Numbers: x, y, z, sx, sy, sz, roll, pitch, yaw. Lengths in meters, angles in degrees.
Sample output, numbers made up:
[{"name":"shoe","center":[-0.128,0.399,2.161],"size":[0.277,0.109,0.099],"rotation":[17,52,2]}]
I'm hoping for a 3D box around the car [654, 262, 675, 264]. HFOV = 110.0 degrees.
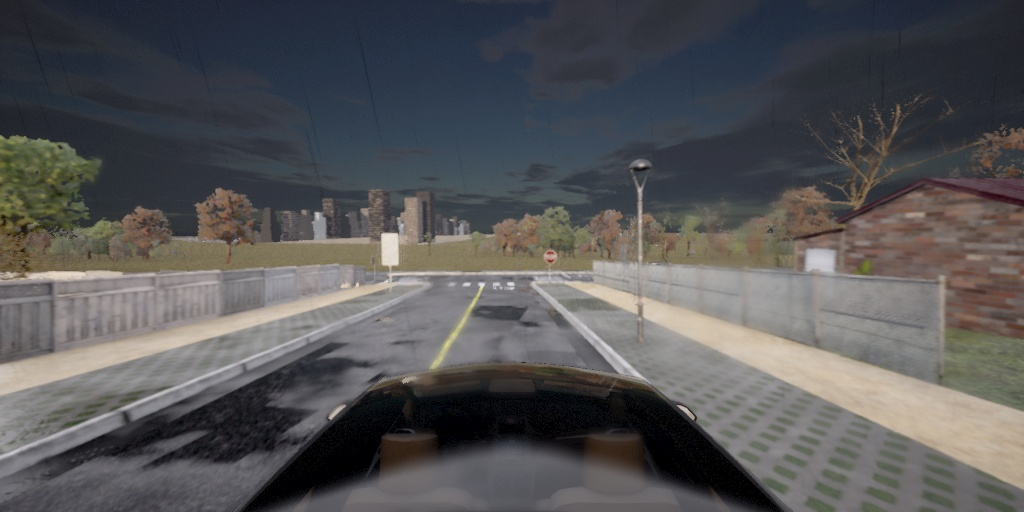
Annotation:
[{"name":"car","center":[13.588,1.273,31.194],"size":[4.902,1.511,2.128],"rotation":[0,4,-5]}]
